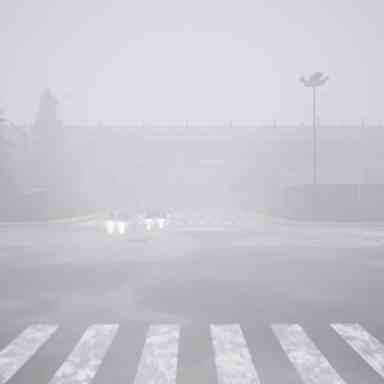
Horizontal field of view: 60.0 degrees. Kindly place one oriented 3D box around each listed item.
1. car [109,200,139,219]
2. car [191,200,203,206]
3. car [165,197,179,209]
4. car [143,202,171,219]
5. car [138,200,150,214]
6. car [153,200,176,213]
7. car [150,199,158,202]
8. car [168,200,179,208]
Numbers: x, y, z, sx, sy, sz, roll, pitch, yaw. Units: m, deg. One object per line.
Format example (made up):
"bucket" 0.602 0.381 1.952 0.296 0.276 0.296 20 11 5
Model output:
"car" -7.099 1.912 33.949 2.128 1.511 4.902 0 -1 0
"car" 1.138 2.492 76.009 1.994 1.385 4.181 0 -1 14
"car" -3.572 1.894 54.406 2.150 2.045 5.566 0 -1 1
"car" -3.595 1.991 34.473 1.994 1.385 4.181 0 -1 -1
"car" -7.098 1.883 42.914 2.097 1.767 4.553 0 -1 0
"car" -3.603 2.088 43.708 2.033 1.411 5.357 0 -1 0
"car" -7.062 2.197 52.483 2.033 1.411 5.357 0 -1 1
"car" -3.526 2.332 65.226 1.812 1.442 4.674 0 -1 1
